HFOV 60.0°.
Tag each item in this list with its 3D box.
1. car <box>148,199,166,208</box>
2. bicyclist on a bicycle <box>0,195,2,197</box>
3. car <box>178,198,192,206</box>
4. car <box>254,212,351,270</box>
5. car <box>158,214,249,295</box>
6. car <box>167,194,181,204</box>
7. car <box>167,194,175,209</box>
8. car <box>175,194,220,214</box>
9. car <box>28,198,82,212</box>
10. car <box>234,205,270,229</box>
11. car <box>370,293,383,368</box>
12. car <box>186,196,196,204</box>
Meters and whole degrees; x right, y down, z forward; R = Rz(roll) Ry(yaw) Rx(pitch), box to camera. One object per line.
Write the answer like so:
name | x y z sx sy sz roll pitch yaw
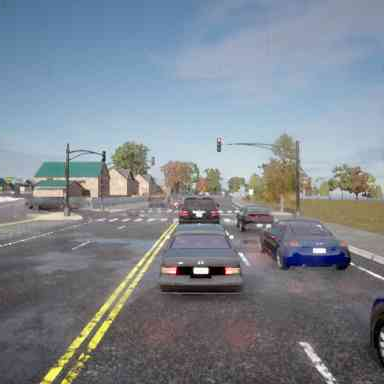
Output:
car | -5.023 1.640 48.180 1.994 1.385 4.181 0 0 4
bicyclist on a bicycle | -23.940 1.036 41.330 0.582 1.620 1.656 1 -1 16
car | -1.190 1.696 57.270 1.895 1.301 4.718 0 0 4
car | 3.502 1.570 11.069 1.994 1.385 4.181 0 0 1
car | 0.206 1.553 8.859 2.033 1.411 5.357 0 0 1
car | -3.604 1.356 67.835 2.150 2.045 5.566 0 -1 5
car | -1.882 1.421 46.363 2.097 1.767 4.553 0 0 3
car | 0.425 1.237 19.106 2.150 2.045 5.566 0 0 1
car | -14.336 1.378 34.998 5.357 1.411 2.033 1 -1 12
car | 3.692 1.520 19.961 1.837 1.490 4.892 0 0 3
car | 3.385 1.353 2.548 2.097 1.767 4.553 0 0 0
car | -0.215 1.656 69.289 1.812 1.442 4.674 0 0 4
